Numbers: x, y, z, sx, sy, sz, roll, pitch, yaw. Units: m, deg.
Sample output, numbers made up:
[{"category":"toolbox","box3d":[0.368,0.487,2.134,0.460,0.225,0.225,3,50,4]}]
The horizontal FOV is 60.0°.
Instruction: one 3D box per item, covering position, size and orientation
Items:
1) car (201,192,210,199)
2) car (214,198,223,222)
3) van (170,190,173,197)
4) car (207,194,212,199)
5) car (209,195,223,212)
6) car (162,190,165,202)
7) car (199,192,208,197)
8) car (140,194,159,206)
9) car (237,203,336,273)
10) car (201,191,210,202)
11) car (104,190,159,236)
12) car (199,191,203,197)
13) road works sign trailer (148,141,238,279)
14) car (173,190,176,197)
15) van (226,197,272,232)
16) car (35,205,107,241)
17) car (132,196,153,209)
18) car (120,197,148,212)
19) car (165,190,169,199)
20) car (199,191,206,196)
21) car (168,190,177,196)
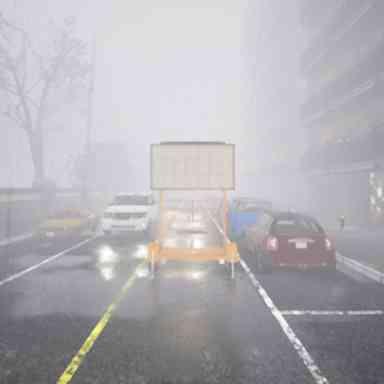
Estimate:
[{"category":"car","box3d":[2.847,0.764,72.109,1.802,1.307,4.206,0,1,0]},{"category":"car","box3d":[2.737,1.309,21.440,1.947,1.339,4.313,0,1,0]},{"category":"van","box3d":[-5.534,0.523,72.124,1.690,1.788,3.998,0,1,0]},{"category":"car","box3d":[2.762,1.153,32.700,1.887,1.381,4.507,0,1,0]},{"category":"car","box3d":[2.750,1.226,27.070,2.008,1.369,4.403,0,1,0]},{"category":"car","box3d":[-5.581,0.857,49.604,1.967,1.590,4.097,0,1,0]},{"category":"car","box3d":[2.871,0.631,83.369,1.947,1.339,4.313,0,1,0]},{"category":"car","box3d":[-5.594,1.022,43.977,1.887,1.381,4.507,0,1,0]},{"category":"car","box3d":[2.713,1.317,10.178,1.967,1.590,4.097,0,1,0]},{"category":"car","box3d":[2.810,0.940,55.218,1.802,1.307,4.206,0,1,0]},{"category":"car","box3d":[-3.062,1.010,17.478,2.150,2.045,5.566,0,1,0]},{"category":"car","box3d":[2.834,0.680,66.477,1.967,1.590,4.097,0,1,0]},{"category":"road works sign trailer","box3d":[0.021,0.347,9.622,2.380,3.560,2.880,0,1,0]},{"category":"car","box3d":[-5.509,0.631,83.387,1.947,1.339,4.313,0,1,0]},{"category":"van","box3d":[2.726,1.151,15.807,1.690,1.788,3.998,0,1,0]},{"category":"car","box3d":[-5.655,1.337,15.658,1.752,1.417,4.829,0,1,0]},{"category":"car","box3d":[-5.606,1.124,38.350,1.802,1.307,4.206,0,1,0]},{"category":"car","box3d":[-5.618,1.175,32.719,1.947,1.339,4.313,0,1,0]},{"category":"car","box3d":[-5.570,0.673,55.233,2.192,1.841,5.009,0,1,0]},{"category":"car","box3d":[2.895,0.393,94.627,1.967,1.590,4.097,0,1,0]},{"category":"car","box3d":[-5.484,0.267,94.644,2.192,1.841,5.009,0,1,0]}]
